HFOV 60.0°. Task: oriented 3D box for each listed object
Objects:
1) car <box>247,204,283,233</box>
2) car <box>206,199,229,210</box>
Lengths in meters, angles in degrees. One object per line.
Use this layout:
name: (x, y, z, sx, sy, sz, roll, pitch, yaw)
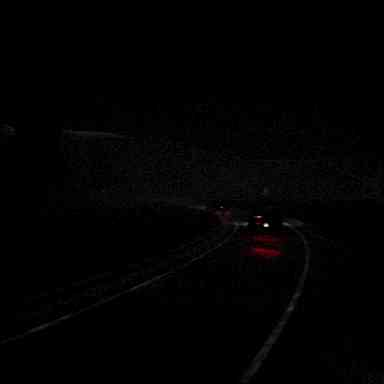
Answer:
car: (4.356, 1.501, 19.823, 1.837, 1.490, 4.892, 1, 0, 11)
car: (3.216, 1.596, 43.530, 1.895, 1.301, 4.718, 0, 0, -13)
